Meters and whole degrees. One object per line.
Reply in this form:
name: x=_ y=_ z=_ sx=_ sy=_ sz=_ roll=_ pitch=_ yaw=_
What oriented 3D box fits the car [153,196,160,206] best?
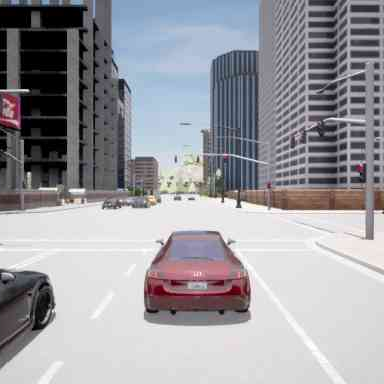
car: x=-7.120 y=1.478 z=56.354 sx=1.882 sy=1.535 sz=5.008 roll=0 pitch=0 yaw=0

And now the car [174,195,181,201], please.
car: x=-3.635 y=1.525 z=84.205 sx=2.128 sy=1.511 sz=4.902 roll=0 pitch=0 yaw=0

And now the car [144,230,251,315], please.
car: x=0.089 y=1.564 z=7.660 sx=1.994 sy=1.385 sz=4.181 roll=0 pitch=0 yaw=0

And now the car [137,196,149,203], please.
car: x=-10.616 y=1.552 z=72.725 sx=1.994 sy=1.385 sz=4.181 roll=0 pitch=0 yaw=0

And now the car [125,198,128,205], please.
car: x=-10.637 y=1.601 z=53.583 sx=1.895 sy=1.301 sz=4.718 roll=0 pitch=0 yaw=0

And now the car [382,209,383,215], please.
car: x=18.507 y=1.601 z=27.580 sx=4.718 sy=1.301 sz=1.895 roll=0 pitch=0 yaw=0

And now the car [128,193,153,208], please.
car: x=-7.159 y=1.352 z=47.018 sx=2.097 sy=1.767 sz=4.553 roll=0 pitch=0 yaw=0

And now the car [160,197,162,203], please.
car: x=-7.106 y=1.505 z=66.552 sx=1.837 sy=1.490 sz=4.892 roll=0 pitch=0 yaw=0

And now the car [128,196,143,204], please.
car: x=-10.612 y=1.564 z=62.730 sx=1.994 sy=1.385 sz=4.181 roll=0 pitch=0 yaw=0

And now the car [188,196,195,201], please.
car: x=-0.135 y=1.595 z=84.240 sx=1.895 sy=1.301 sz=4.718 roll=0 pitch=0 yaw=0

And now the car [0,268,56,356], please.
car: x=-3.413 y=1.564 z=4.244 sx=1.994 sy=1.385 sz=4.181 roll=0 pitch=0 yaw=0

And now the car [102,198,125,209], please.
car: x=-10.662 y=1.526 z=44.475 sx=1.812 sy=1.442 sz=4.674 roll=0 pitch=0 yaw=0
